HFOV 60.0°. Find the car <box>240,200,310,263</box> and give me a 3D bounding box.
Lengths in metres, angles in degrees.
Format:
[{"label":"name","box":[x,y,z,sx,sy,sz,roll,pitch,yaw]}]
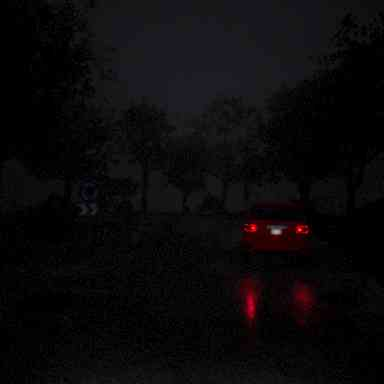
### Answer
[{"label":"car","box":[3.045,1.334,12.751,2.150,2.045,5.566,1,0,10]}]
